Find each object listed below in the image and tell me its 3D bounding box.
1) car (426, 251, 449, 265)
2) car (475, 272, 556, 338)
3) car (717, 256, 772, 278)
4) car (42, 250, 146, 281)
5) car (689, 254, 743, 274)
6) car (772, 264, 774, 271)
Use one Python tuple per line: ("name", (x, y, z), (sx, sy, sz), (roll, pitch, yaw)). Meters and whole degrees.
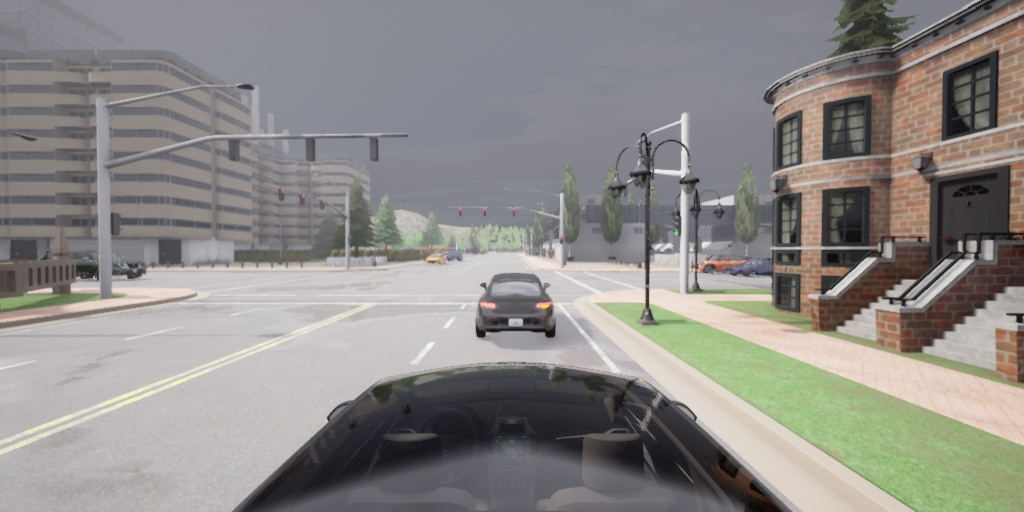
("car", (-10.567, 0.472, 49.824), (1.882, 1.535, 5.008), (0, 1, 0))
("car", (0.088, 1.152, 9.611), (1.812, 1.442, 4.674), (0, 1, 0))
("car", (19.157, 0.893, 27.454), (5.357, 1.411, 2.033), (0, 1, -1))
("car", (-28.080, 0.620, 24.071), (5.566, 2.045, 2.150), (0, 1, 0))
("car", (17.872, 0.642, 30.991), (4.553, 1.767, 2.097), (0, 1, -2))
("car", (18.431, 0.679, 20.284), (5.566, 2.045, 2.150), (0, 1, 0))
